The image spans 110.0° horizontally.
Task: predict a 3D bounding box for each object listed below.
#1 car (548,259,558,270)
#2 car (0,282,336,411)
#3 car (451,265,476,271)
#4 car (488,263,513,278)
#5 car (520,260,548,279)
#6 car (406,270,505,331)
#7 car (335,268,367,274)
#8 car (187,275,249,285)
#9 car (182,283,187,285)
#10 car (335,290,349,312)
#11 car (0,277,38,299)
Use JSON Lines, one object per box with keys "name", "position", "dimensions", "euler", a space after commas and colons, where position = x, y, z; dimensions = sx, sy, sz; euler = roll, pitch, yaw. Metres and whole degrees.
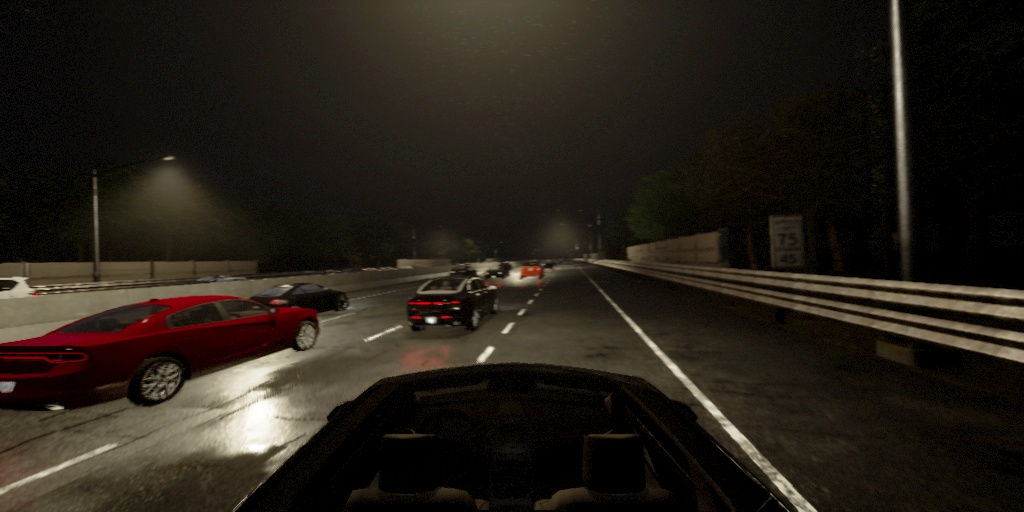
{"name": "car", "position": [6.118, 1.533, 60.825], "dimensions": [2.128, 1.511, 4.902], "euler": [-2, -1, 9]}
{"name": "car", "position": [-5.978, 1.496, 6.962], "dimensions": [1.882, 1.535, 5.008], "euler": [-2, 0, 9]}
{"name": "car", "position": [-4.850, 1.696, 36.374], "dimensions": [2.128, 1.511, 4.902], "euler": [-2, -1, 9]}
{"name": "car", "position": [-1.389, 1.669, 35.842], "dimensions": [1.895, 1.301, 4.718], "euler": [-2, -1, 9]}
{"name": "car", "position": [2.045, 1.283, 35.228], "dimensions": [2.097, 1.767, 4.553], "euler": [-2, -1, 9]}
{"name": "car", "position": [-1.703, 1.396, 11.585], "dimensions": [1.837, 1.490, 4.892], "euler": [-2, 0, 9]}
{"name": "car", "position": [-18.338, 2.304, 40.797], "dimensions": [2.033, 1.411, 5.357], "euler": [-2, -1, 10]}
{"name": "car", "position": [-23.665, 2.470, 29.930], "dimensions": [1.895, 1.301, 4.718], "euler": [-2, 0, 9]}
{"name": "car", "position": [-26.827, 2.501, 32.292], "dimensions": [2.128, 1.511, 4.902], "euler": [-2, -1, 9]}
{"name": "car", "position": [-8.375, 1.728, 14.157], "dimensions": [1.994, 1.385, 4.181], "euler": [-2, 0, 9]}
{"name": "car", "position": [-22.699, 1.931, 13.852], "dimensions": [2.150, 2.045, 5.566], "euler": [-2, 0, 9]}
